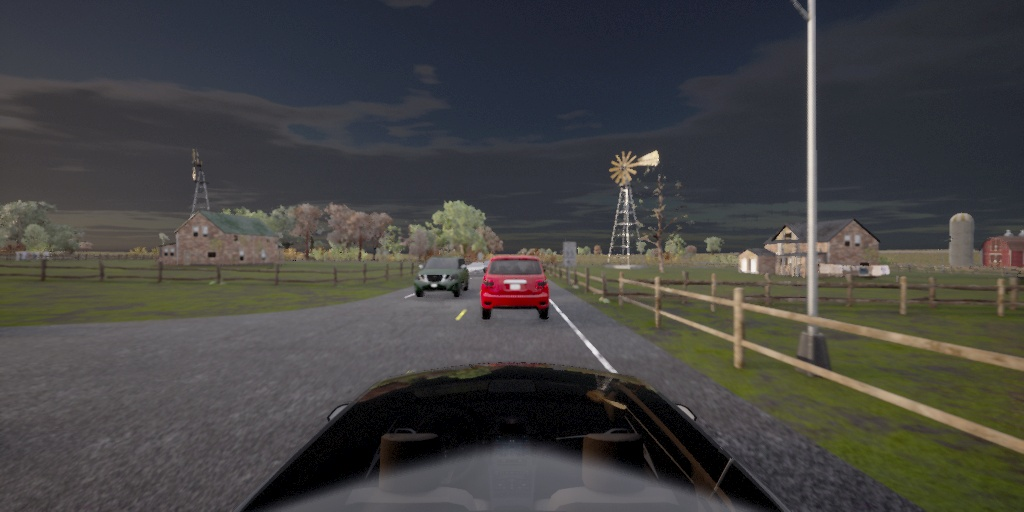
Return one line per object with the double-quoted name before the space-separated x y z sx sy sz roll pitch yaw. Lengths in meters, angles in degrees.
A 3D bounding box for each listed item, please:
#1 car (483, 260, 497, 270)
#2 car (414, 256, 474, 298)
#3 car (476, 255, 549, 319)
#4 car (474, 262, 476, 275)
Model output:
"car" -3.515 1.390 57.993 1.882 1.535 5.008 0 0 0
"car" -3.602 1.023 19.368 2.150 2.045 5.566 0 0 0
"car" 0.097 1.005 13.171 2.150 2.045 5.566 0 0 0
"car" -3.598 1.378 37.593 1.812 1.442 4.674 0 0 0
